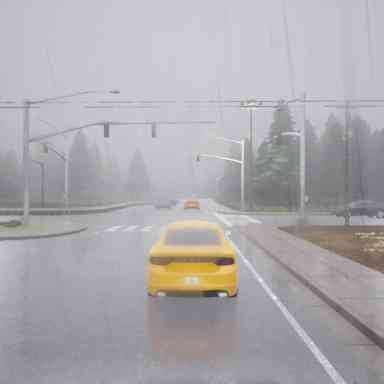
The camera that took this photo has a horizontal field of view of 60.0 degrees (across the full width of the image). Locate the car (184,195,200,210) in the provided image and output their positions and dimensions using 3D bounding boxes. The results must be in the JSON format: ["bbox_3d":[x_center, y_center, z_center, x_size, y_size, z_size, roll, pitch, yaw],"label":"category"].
[{"bbox_3d":[-0.011,1.478,42.262,1.882,1.535,5.008,0,0,0],"label":"car"}]

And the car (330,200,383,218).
[{"bbox_3d":[14.890,1.531,29.587,4.892,1.490,1.837,0,0,1],"label":"car"}]

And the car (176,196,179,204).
[{"bbox_3d":[-3.589,1.601,54.625,1.895,1.301,4.718,0,0,1],"label":"car"}]

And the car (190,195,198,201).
[{"bbox_3d":[0.641,1.442,83.215,1.837,1.490,4.892,0,0,2],"label":"car"}]

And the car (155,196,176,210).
[{"bbox_3d":[-3.608,1.548,43.130,2.033,1.411,5.357,0,0,0],"label":"car"}]

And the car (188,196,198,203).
[{"bbox_3d":[0.250,1.537,72.823,2.033,1.411,5.357,0,0,2],"label":"car"}]

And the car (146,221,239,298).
[{"bbox_3d":[0.043,1.474,8.599,1.882,1.535,5.008,0,0,1],"label":"car"}]
